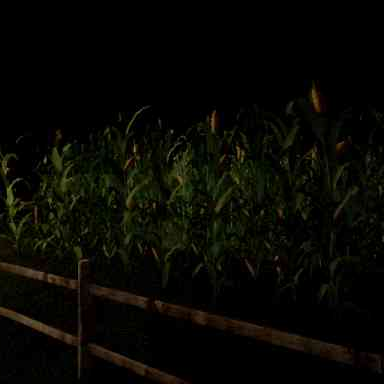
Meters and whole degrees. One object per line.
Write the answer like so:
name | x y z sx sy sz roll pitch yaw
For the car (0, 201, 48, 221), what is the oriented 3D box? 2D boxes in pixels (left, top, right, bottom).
car | -12.490 1.370 24.599 1.895 1.301 4.718 0 1 38
